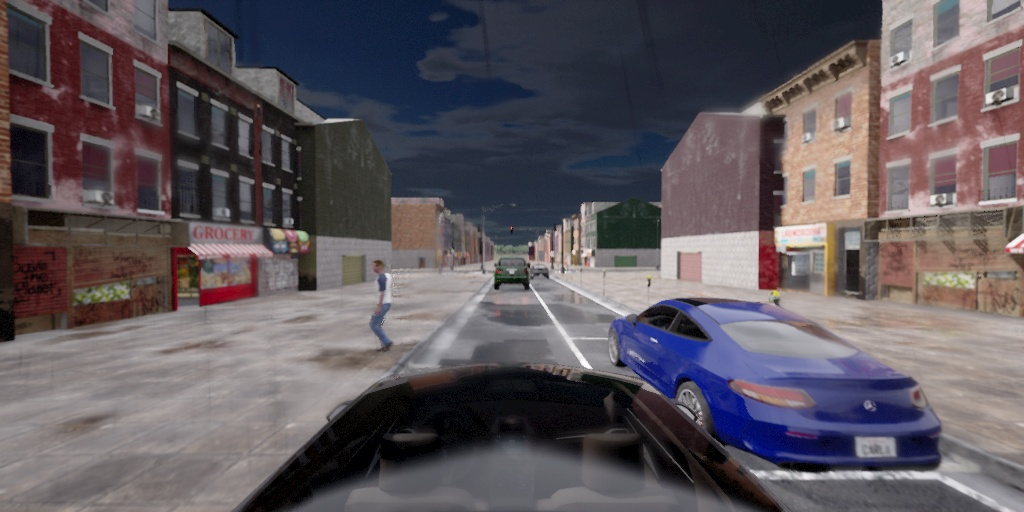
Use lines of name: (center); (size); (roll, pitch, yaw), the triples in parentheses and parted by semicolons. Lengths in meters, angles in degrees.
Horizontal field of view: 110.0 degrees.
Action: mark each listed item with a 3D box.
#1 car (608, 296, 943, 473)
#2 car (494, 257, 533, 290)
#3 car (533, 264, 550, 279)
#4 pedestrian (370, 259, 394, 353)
car: (2.744, 1.288, 5.013); (1.812, 1.442, 4.674); (0, 0, 0)
car: (0.000, 1.057, 23.411); (2.150, 2.045, 5.566); (0, 0, 0)
car: (2.563, 1.431, 33.821); (2.007, 1.370, 4.403); (0, 0, 0)
pedestrian: (-2.451, 0.911, 6.903); (0.375, 1.860, 0.375); (-1, 1, -10)
